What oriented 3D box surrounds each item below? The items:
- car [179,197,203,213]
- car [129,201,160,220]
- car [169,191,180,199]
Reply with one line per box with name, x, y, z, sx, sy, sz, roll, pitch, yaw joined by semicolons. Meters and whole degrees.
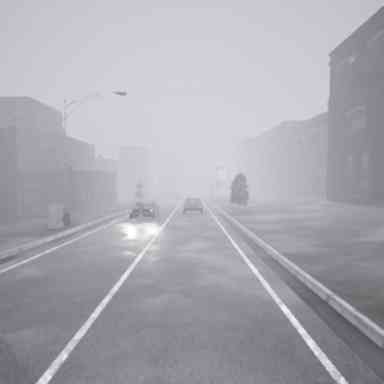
car;0.106;1.206;31.486;2.033;1.411;5.357;0;1;0
car;-3.589;1.344;25.659;1.895;1.301;4.718;0;1;0
car;-3.439;0.548;67.058;2.097;1.767;4.553;0;1;0
